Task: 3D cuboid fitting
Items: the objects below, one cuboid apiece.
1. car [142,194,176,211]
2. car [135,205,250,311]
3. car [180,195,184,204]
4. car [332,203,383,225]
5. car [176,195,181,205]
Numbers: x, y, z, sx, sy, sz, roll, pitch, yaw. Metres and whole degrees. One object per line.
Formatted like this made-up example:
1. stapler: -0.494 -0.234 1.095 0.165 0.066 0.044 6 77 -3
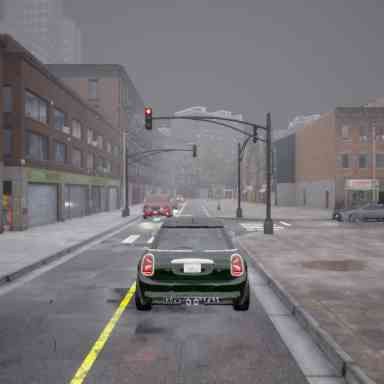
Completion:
1. car: -2.796 1.225 28.170 2.150 2.045 5.566 0 0 0
2. car: 0.023 1.352 7.933 2.097 1.767 4.553 0 0 0
3. car: -2.662 1.395 65.391 2.097 1.767 4.553 0 0 1
4. car: 12.113 1.488 23.256 4.181 1.385 1.994 0 0 0
5. car: -2.763 1.519 43.495 1.837 1.490 4.892 0 0 0
